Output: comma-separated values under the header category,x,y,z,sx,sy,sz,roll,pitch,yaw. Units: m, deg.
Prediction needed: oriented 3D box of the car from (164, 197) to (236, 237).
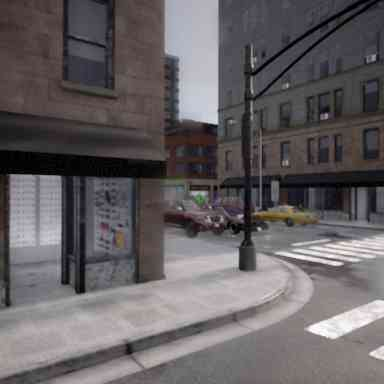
category,x,y,z,sx,sy,sz,roll,pitch,yaw
car,-0.269,1.280,17.948,2.192,1.841,5.009,0,0,-36

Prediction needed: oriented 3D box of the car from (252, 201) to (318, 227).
category,x,y,z,sx,sy,sz,roll,pitch,yaw
car,6.167,1.521,22.743,1.752,1.417,4.829,0,0,-36

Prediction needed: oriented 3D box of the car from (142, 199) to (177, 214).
category,x,y,z,sx,sy,sz,roll,pitch,yaw
car,-3.635,1.522,36.469,1.887,1.381,4.507,0,0,-36

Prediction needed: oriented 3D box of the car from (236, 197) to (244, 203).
category,x,y,z,sx,sy,sz,roll,pitch,yaw
car,2.966,1.305,27.227,2.192,1.841,5.009,0,0,-36

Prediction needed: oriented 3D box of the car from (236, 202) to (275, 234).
category,x,y,z,sx,sy,sz,roll,pitch,yaw
car,1.848,1.522,19.289,2.033,1.411,5.357,0,0,-38
